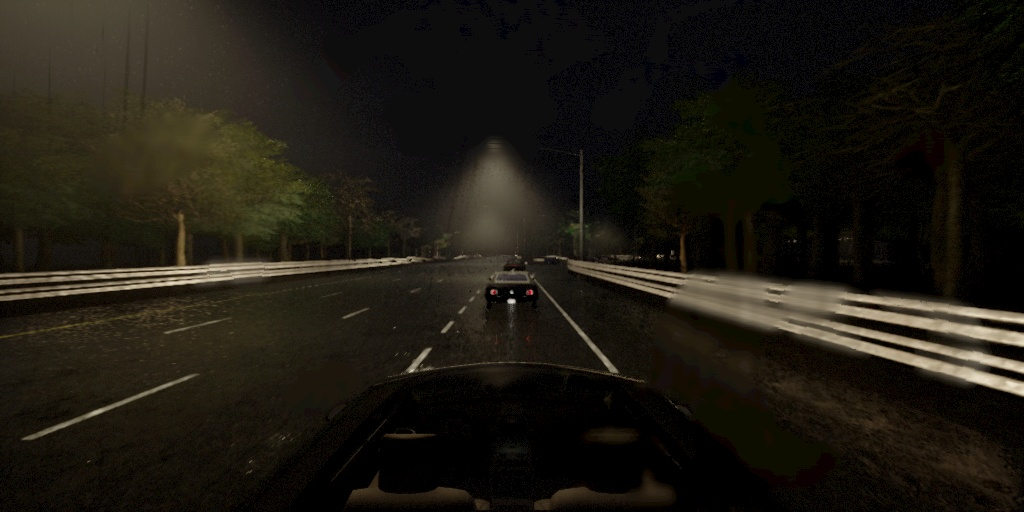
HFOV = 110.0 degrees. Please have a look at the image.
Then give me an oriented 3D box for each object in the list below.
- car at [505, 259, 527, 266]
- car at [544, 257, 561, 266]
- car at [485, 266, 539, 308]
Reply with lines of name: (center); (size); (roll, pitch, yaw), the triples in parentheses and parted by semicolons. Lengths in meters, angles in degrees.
car: (0.381, 1.005, 33.739); (1.882, 1.535, 5.008); (0, 0, 5)
car: (6.631, 0.839, 59.502); (1.812, 1.442, 4.674); (0, 0, 22)
car: (-0.006, 1.255, 14.495); (1.895, 1.301, 4.718); (0, 0, 0)
